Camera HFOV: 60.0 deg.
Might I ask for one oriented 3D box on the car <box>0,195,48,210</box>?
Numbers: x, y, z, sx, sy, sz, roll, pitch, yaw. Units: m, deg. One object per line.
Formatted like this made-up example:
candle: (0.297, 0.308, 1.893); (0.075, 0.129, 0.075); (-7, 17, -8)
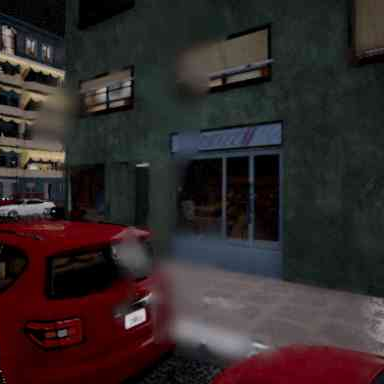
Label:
car: (-13.744, 1.297, 27.601); (1.812, 1.442, 4.674); (0, 2, 35)

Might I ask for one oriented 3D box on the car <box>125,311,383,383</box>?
car: (2.005, 1.544, 1.437); (4.507, 1.381, 1.887); (0, 0, 35)

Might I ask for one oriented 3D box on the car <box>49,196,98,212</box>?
car: (-12.122, 1.204, 34.402); (1.887, 1.381, 4.507); (2, 2, 35)

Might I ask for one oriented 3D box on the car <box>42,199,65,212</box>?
car: (-8.485, 1.364, 24.997); (1.947, 1.339, 4.313); (1, 2, 35)

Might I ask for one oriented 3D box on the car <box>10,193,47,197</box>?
car: (-15.319, 1.055, 29.836); (2.192, 1.841, 5.009); (2, 2, 35)

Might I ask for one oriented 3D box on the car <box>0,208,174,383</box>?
car: (-2.498, 1.318, 4.643); (5.009, 1.841, 2.192); (0, 0, 35)
